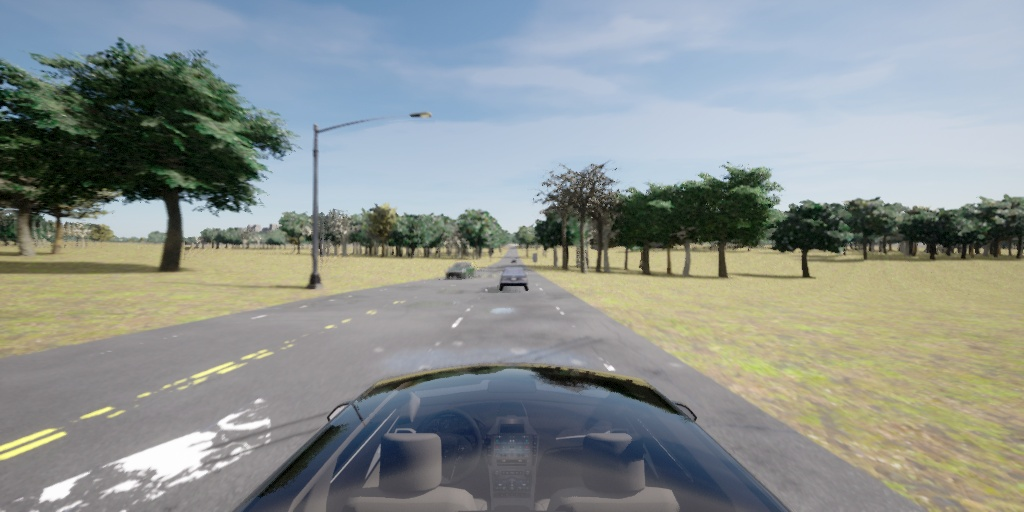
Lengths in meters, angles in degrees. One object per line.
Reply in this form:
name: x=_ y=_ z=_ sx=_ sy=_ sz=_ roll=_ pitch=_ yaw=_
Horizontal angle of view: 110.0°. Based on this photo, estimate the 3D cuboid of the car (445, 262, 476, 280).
car: x=-5.014 y=1.374 z=35.355 sx=2.097 sy=1.767 sz=4.553 roll=0 pitch=-1 yaw=7

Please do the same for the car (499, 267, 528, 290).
car: x=0.119 y=1.463 z=24.223 sx=2.033 sy=1.411 sz=5.357 roll=0 pitch=0 yaw=0
